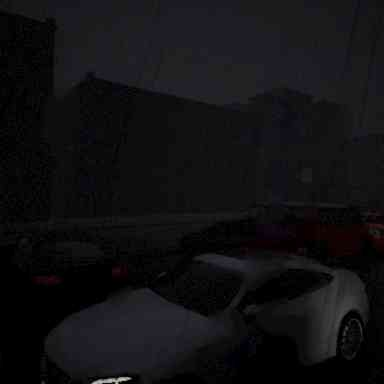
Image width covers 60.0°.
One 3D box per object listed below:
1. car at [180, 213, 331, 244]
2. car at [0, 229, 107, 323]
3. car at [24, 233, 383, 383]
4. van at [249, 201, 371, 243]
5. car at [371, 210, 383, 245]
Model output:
[{"bbox_3d":[1.521,1.580,10.565,2.163,1.488,4.792,1,0,-35],"label":"car"},{"bbox_3d":[-2.993,1.537,7.308,2.002,1.452,4.674,1,0,-35],"label":"car"},{"bbox_3d":[0.557,1.554,4.389,4.674,1.442,1.812,1,0,-36],"label":"car"},{"bbox_3d":[3.789,1.352,12.291,1.878,1.987,4.442,1,0,-36],"label":"van"},{"bbox_3d":[6.054,1.476,13.800,2.185,1.767,4.553,1,0,-35],"label":"car"}]
